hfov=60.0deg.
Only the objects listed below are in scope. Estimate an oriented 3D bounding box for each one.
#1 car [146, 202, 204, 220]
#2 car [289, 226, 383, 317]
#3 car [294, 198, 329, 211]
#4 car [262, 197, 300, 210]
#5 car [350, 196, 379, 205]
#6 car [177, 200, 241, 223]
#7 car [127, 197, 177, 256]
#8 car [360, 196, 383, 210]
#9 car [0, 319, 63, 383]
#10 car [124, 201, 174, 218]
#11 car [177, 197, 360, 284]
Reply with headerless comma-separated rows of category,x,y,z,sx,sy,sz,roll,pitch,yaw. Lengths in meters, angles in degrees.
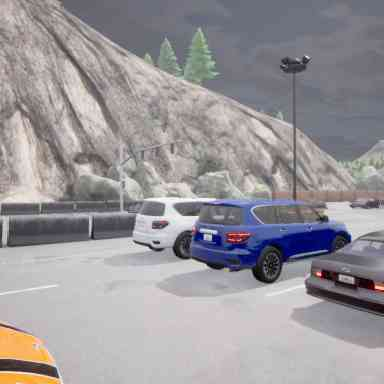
car,-1.427,1.599,28.907,4.718,1.301,1.895,0,0,-36
car,4.702,1.547,7.191,5.357,1.411,2.033,0,0,-36
car,14.603,1.481,40.611,4.181,1.385,1.994,0,0,-36
car,11.459,1.414,42.648,4.902,1.511,2.128,0,0,-36
car,28.732,1.374,55.215,5.357,1.411,2.033,0,0,-36
car,1.436,1.489,26.664,4.902,1.511,2.128,0,0,-36
car,0.484,1.221,12.773,5.566,2.045,2.150,0,0,-36
car,21.508,1.417,41.300,4.674,1.442,1.812,0,0,-36
car,-2.975,1.350,1.618,4.553,1.767,2.097,0,0,-36
car,-4.008,1.565,31.359,4.181,1.385,1.994,0,0,-36
car,2.511,1.221,9.897,5.566,2.045,2.150,0,0,-38
